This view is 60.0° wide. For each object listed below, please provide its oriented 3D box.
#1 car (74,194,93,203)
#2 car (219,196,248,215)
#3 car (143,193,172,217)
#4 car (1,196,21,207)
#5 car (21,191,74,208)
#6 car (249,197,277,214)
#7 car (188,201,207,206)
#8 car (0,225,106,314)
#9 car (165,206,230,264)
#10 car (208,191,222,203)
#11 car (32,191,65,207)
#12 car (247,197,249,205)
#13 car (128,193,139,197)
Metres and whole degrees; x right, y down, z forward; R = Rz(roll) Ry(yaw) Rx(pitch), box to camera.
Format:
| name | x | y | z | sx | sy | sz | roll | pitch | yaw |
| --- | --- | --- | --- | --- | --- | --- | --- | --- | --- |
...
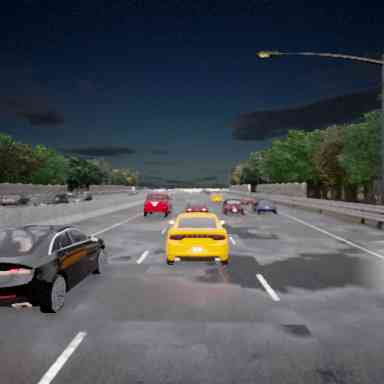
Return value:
| name | x | y | z | sx | sy | sz | roll | pitch | yaw |
| --- | --- | --- | --- | --- | --- | --- | --- | --- | --- |
| car | -16.880 | 1.133 | 51.757 | 2.128 | 1.511 | 4.902 | 0 | 1 | 2 |
| car | 3.869 | 1.407 | 31.998 | 1.812 | 1.442 | 4.674 | 0 | 0 | 1 |
| car | -3.057 | 1.118 | 30.348 | 2.150 | 2.045 | 5.566 | 0 | 0 | 1 |
| car | -23.983 | 1.276 | 45.930 | 2.033 | 1.411 | 5.357 | 0 | 1 | 1 |
| car | -13.728 | 1.106 | 32.130 | 2.150 | 2.045 | 5.566 | 0 | 1 | 1 |
| car | 7.285 | 1.428 | 33.776 | 1.994 | 1.385 | 4.181 | 0 | 1 | 2 |
| car | 0.437 | 1.500 | 29.937 | 1.895 | 1.301 | 4.718 | 0 | 0 | 1 |
| car | -3.357 | 1.490 | 7.563 | 2.128 | 1.511 | 4.902 | 0 | 0 | 0 |
| car | 0.181 | 1.471 | 11.835 | 1.882 | 1.535 | 5.008 | 0 | 0 | 1 |
| car | 4.278 | 1.014 | 58.204 | 1.882 | 1.535 | 5.008 | 0 | 1 | 1 |
| car | -20.463 | 0.922 | 47.801 | 2.150 | 2.045 | 5.566 | 0 | 1 | 1 |
| car | 7.602 | 1.323 | 45.560 | 1.895 | 1.301 | 4.718 | 0 | 1 | 1 |
| car | -12.981 | 0.824 | 73.802 | 1.895 | 1.301 | 4.718 | 0 | 1 | 1 |
